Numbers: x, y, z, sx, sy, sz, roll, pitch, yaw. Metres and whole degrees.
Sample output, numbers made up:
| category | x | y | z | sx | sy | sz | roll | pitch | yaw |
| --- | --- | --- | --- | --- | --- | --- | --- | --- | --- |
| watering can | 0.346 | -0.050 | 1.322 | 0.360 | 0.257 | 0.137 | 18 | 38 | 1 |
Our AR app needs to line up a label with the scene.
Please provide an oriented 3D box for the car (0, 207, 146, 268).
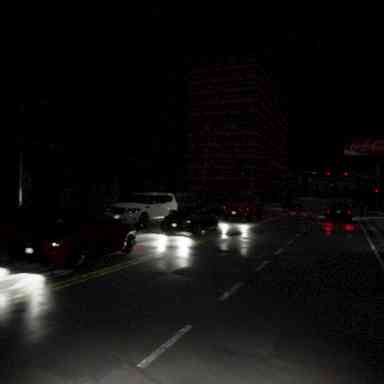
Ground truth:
| category | x | y | z | sx | sy | sz | roll | pitch | yaw |
| --- | --- | --- | --- | --- | --- | --- | --- | --- | --- |
| car | -3.540 | 1.384 | 10.631 | 1.994 | 1.385 | 4.181 | 2 | 0 | 23 |

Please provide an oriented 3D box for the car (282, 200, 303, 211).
| category | x | y | z | sx | sy | sz | roll | pitch | yaw |
| --- | --- | --- | --- | --- | --- | --- | --- | --- | --- |
| car | 13.816 | 1.820 | 45.792 | 1.812 | 1.442 | 4.674 | 2 | 0 | 0 |

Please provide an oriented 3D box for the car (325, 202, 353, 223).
| category | x | y | z | sx | sy | sz | roll | pitch | yaw |
| --- | --- | --- | --- | --- | --- | --- | --- | --- | --- |
| car | 13.068 | 1.695 | 29.548 | 2.097 | 1.767 | 4.553 | 2 | 0 | 25 |

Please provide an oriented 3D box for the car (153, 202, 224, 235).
| category | x | y | z | sx | sy | sz | roll | pitch | yaw |
| --- | --- | --- | --- | --- | --- | --- | --- | --- | --- |
| car | -0.039 | 1.477 | 18.258 | 1.994 | 1.385 | 4.181 | 2 | 0 | 25 |

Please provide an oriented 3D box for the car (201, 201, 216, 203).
| category | x | y | z | sx | sy | sz | roll | pitch | yaw |
| --- | --- | --- | --- | --- | --- | --- | --- | --- | --- |
| car | 1.323 | 1.474 | 29.526 | 1.994 | 1.385 | 4.181 | 2 | 0 | 26 |

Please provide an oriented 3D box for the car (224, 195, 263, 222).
| category | x | y | z | sx | sy | sz | roll | pitch | yaw |
| --- | --- | --- | --- | --- | --- | --- | --- | --- | --- |
| car | 4.364 | 1.252 | 27.769 | 2.150 | 2.045 | 5.566 | 2 | 0 | 25 |

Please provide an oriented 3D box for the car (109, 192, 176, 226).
| category | x | y | z | sx | sy | sz | roll | pitch | yaw |
| --- | --- | --- | --- | --- | --- | --- | --- | --- | --- |
| car | -2.861 | 1.019 | 20.492 | 2.150 | 2.045 | 5.566 | 2 | 0 | 25 |

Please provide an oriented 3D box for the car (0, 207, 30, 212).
| category | x | y | z | sx | sy | sz | roll | pitch | yaw |
| --- | --- | --- | --- | --- | --- | --- | --- | --- | --- |
| car | -6.771 | 1.258 | 11.995 | 1.994 | 1.385 | 4.181 | 2 | 0 | 25 |
